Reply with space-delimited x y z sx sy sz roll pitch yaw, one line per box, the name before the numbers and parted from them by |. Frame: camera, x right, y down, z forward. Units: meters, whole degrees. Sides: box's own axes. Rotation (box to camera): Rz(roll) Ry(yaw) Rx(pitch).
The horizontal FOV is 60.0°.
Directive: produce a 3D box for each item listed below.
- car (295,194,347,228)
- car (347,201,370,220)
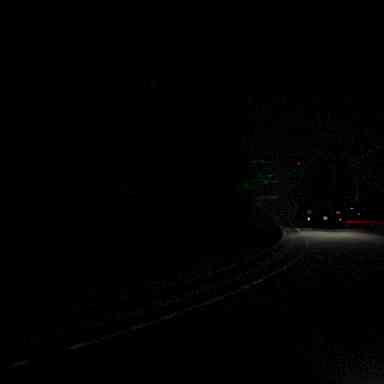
car | 8.603 1.220 22.847 2.150 2.045 5.566 0 0 11
car | 13.287 1.491 27.889 2.128 1.511 4.902 0 0 11
